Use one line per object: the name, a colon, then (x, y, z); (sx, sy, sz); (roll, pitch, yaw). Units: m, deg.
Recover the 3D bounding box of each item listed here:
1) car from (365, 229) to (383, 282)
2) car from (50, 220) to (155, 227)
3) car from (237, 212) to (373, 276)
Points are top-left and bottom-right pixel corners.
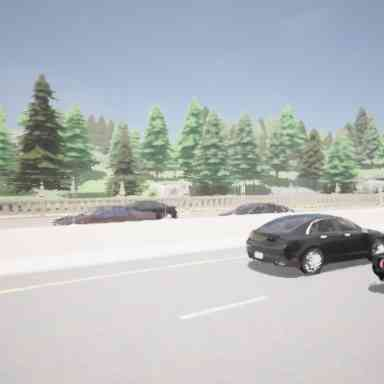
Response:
car: (6.262, 1.507, 7.390); (4.718, 1.301, 1.895); (-1, 1, -29)
car: (-4.495, 1.432, 17.534); (5.357, 1.411, 2.033); (-1, 0, -31)
car: (3.870, 1.403, 10.014); (4.892, 1.490, 1.837); (-1, 0, -30)
